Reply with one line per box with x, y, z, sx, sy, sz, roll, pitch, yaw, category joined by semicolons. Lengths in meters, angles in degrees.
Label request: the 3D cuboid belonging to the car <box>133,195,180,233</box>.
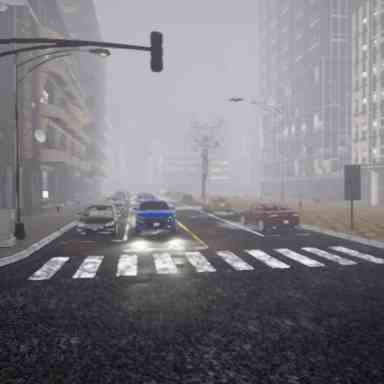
-2.015;1.145;17.443;1.882;1.535;5.008;-1;1;-10;car

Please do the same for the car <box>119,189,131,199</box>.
-11.879;0.376;59.474;1.967;1.590;4.097;-1;1;-10;car

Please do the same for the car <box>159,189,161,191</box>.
-5.497;0.226;71.800;2.008;1.369;4.403;-1;1;-10;car

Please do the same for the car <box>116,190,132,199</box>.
-8.123;0.760;37.667;1.967;1.590;4.097;-1;1;-10;car

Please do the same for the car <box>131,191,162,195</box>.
-4.110;0.938;29.647;2.128;1.511;4.902;-1;1;-10;car

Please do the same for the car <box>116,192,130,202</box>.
-10.000;0.709;48.573;1.802;1.307;4.206;-1;1;-10;car

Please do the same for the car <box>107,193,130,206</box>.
-6.245;1.065;26.766;2.008;1.369;4.403;-1;1;-10;car

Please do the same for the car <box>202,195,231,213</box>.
1.984;0.963;28.354;1.752;1.417;4.829;-1;1;-10;car

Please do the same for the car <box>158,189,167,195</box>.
-7.375;0.041;82.702;2.008;1.369;4.403;-1;1;-10;car

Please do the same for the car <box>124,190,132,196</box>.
-15.634;0.114;81.282;2.008;1.369;4.403;-1;1;-10;car

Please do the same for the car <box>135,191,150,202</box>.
-7.456;0.642;49.546;2.033;1.411;5.357;-1;1;-9;car

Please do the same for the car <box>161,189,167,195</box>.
-4.558;0.313;66.348;1.887;1.381;4.507;-1;1;-10;car

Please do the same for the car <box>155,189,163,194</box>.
-9.281;-0.170;93.772;1.752;1.417;4.829;-1;1;-10;car

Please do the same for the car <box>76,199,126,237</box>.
-4.367;1.261;15.863;2.008;1.369;4.403;0;1;-10;car

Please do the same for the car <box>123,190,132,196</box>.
-14.695;0.207;75.830;2.008;1.369;4.403;-1;1;-10;car

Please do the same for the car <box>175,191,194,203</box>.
-0.803;0.732;44.541;1.802;1.307;4.206;-1;1;-10;car

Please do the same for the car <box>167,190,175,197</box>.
-2.710;0.480;55.612;1.752;1.417;4.829;-1;1;-10;car

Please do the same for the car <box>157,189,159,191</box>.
-6.437;0.023;77.248;1.967;1.590;4.097;-1;1;-10;car

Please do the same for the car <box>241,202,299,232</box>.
3.891;1.182;17.283;1.887;1.381;4.507;0;1;-10;car

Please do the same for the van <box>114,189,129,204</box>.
-9.063;0.564;43.117;1.690;1.788;3.998;-1;1;-10;van
